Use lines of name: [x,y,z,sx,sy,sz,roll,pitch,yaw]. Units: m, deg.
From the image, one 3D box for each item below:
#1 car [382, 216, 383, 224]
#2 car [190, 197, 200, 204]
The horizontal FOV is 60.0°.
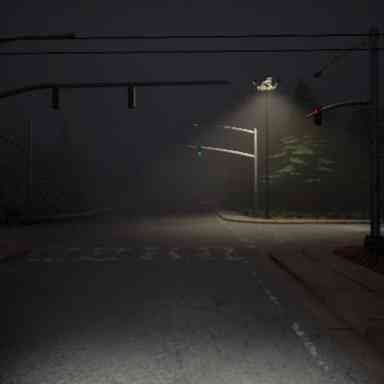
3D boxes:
car: [15.124,1.445,21.880,4.553,1.767,2.097,0,0,1]
car: [0.658,1.830,75.384,2.097,1.767,4.553,0,0,2]
